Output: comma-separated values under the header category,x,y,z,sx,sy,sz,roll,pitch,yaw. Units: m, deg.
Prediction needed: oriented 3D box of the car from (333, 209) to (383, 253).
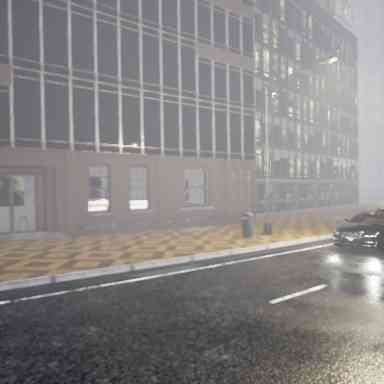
category,x,y,z,sx,sy,sz,roll,pitch,yaw
car,7.760,1.514,13.924,4.892,1.490,1.837,0,0,-40

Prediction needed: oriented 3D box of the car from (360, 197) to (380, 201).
category,x,y,z,sx,sy,sz,roll,pitch,yaw
car,41.714,1.435,78.152,1.802,1.307,4.206,-1,1,-45
